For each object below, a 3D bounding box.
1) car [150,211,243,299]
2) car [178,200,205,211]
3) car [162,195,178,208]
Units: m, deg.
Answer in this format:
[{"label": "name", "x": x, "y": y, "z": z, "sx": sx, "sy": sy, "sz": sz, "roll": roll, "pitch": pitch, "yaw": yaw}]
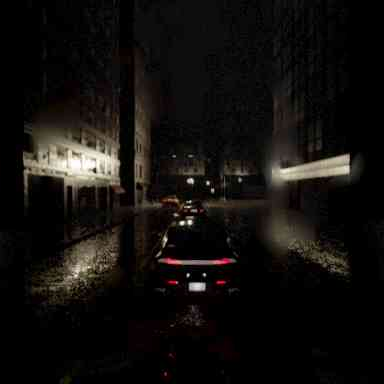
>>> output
[{"label": "car", "x": 0.102, "y": 1.474, "z": 8.365, "sx": 2.128, "sy": 1.511, "sz": 4.902, "roll": 0, "pitch": 0, "yaw": 0}, {"label": "car", "x": 0.121, "y": 1.489, "z": 28.127, "sx": 2.033, "sy": 1.411, "sz": 5.357, "roll": 0, "pitch": 0, "yaw": 0}, {"label": "car", "x": -2.985, "y": 1.266, "z": 46.740, "sx": 2.097, "sy": 1.767, "sz": 4.553, "roll": 0, "pitch": 0, "yaw": 0}]
